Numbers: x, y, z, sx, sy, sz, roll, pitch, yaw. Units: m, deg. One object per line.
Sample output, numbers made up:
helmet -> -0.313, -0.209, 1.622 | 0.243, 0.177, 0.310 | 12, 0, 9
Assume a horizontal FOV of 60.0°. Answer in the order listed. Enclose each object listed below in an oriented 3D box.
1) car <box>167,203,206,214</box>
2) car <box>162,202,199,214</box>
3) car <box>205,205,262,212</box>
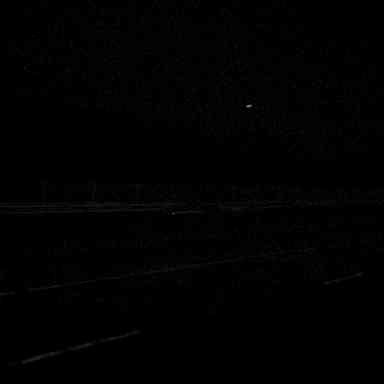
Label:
car -> 0.766, 1.741, 26.040 | 4.718, 1.301, 1.895 | 1, 0, -35
car -> -0.337, 1.655, 29.551 | 4.892, 1.490, 1.837 | 1, 0, -36
car -> 3.524, 1.674, 23.707 | 4.674, 1.442, 1.812 | 1, 0, -36
